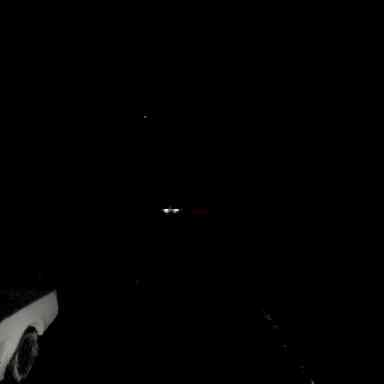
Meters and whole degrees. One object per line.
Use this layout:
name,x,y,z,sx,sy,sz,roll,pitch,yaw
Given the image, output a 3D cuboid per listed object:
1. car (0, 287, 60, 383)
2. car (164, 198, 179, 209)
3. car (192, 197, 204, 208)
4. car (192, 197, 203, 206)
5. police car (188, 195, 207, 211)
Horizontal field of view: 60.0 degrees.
car,-2.849,1.601,2.590,1.895,1.301,4.718,0,0,0
car,-2.815,1.595,46.128,2.033,1.411,5.357,0,0,0
car,0.846,1.583,50.975,1.812,1.442,4.674,0,0,0
car,0.849,1.575,56.975,1.837,1.490,4.892,0,0,0
police car,0.842,1.463,41.085,1.930,1.638,5.238,0,0,0
